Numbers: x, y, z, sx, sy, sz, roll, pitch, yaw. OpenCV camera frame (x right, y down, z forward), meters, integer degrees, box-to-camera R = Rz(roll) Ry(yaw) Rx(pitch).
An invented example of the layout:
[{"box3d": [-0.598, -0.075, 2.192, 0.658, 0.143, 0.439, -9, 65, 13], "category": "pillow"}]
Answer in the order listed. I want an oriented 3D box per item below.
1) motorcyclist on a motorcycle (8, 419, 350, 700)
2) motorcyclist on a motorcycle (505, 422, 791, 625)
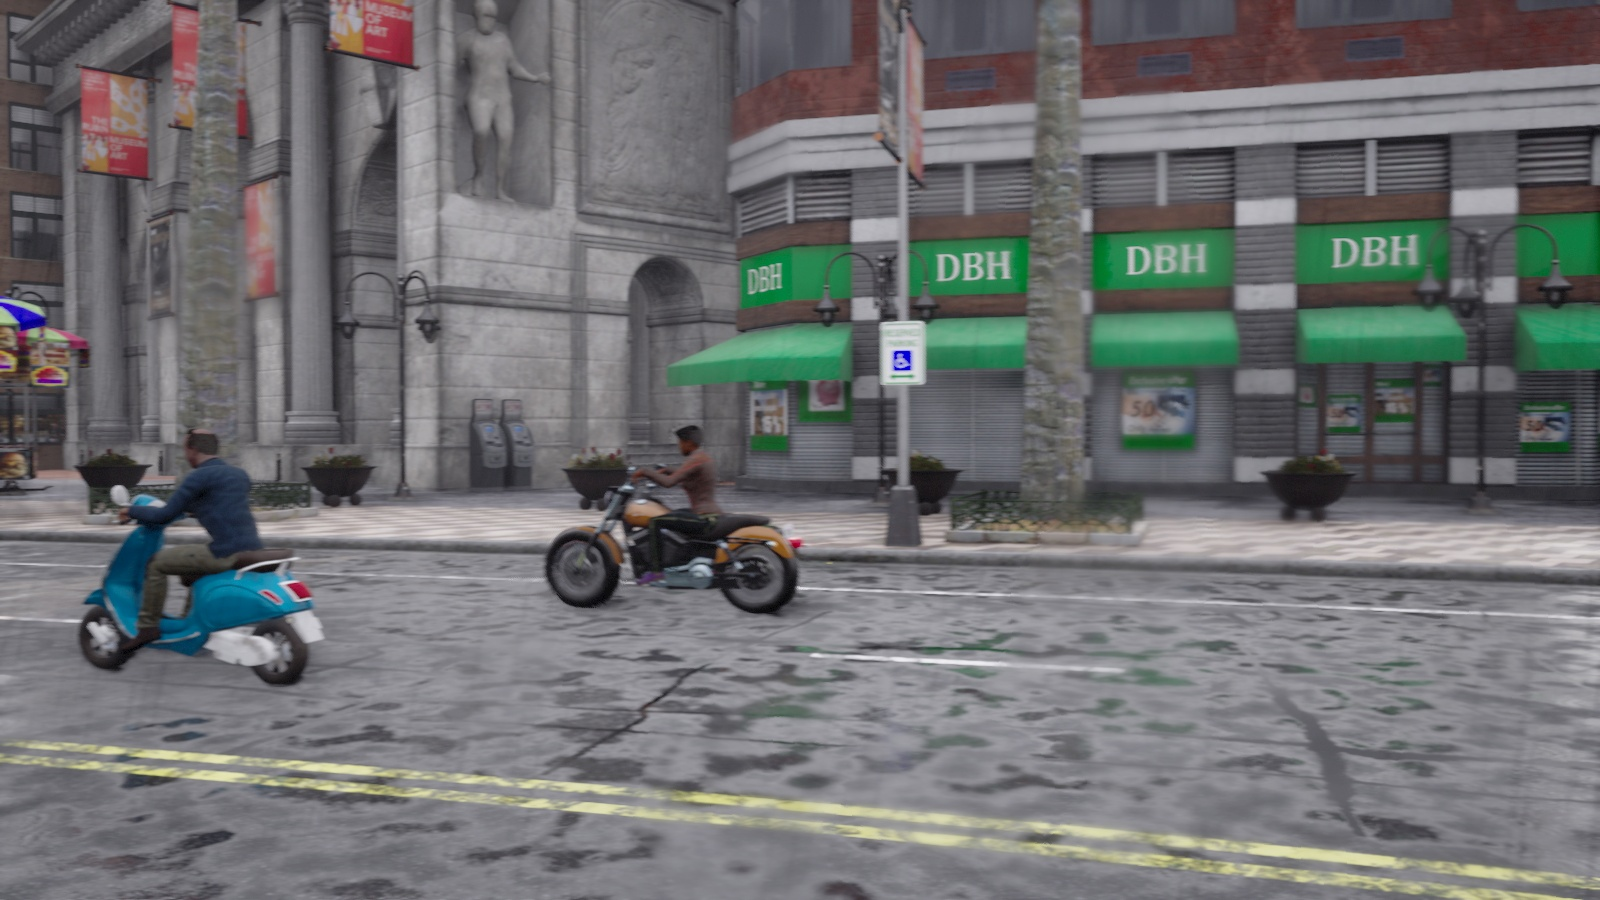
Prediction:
[{"box3d": [-3.936, 0.629, 7.997, 1.817, 1.590, 0.866, 2, 1, 16], "category": "motorcyclist on a motorcycle"}, {"box3d": [-1.312, 0.587, 10.901, 2.350, 1.649, 0.766, 0, 1, 16], "category": "motorcyclist on a motorcycle"}]
